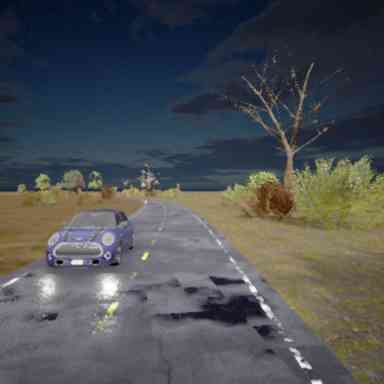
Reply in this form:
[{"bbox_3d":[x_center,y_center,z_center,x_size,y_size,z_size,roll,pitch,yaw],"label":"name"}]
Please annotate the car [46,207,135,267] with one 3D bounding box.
[{"bbox_3d":[-3.296,1.396,11.609,2.097,1.767,4.553,0,0,-2],"label":"car"}]
